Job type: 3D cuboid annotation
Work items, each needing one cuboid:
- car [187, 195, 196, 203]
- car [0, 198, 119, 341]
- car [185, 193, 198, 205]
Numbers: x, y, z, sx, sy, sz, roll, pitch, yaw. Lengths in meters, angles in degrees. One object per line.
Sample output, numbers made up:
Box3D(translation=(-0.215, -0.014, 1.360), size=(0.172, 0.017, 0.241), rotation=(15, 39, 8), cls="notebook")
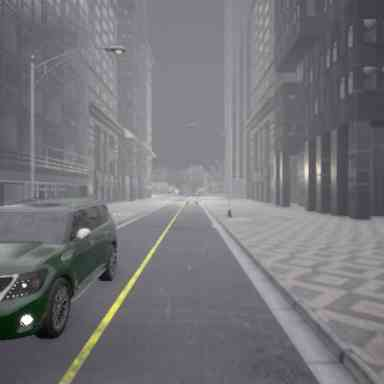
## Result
Box3D(translation=(-0.009, 1.418, 70.840), size=(1.837, 1.490, 4.892), rotation=(0, 0, 0), cls="car")
Box3D(translation=(-3.087, 1.215, 6.963), size=(2.150, 2.045, 5.566), rotation=(0, 1, 1), cls="car")
Box3D(translation=(-0.006, 1.216, 60.450), size=(2.150, 2.045, 5.566), rotation=(0, 0, 0), cls="car")
